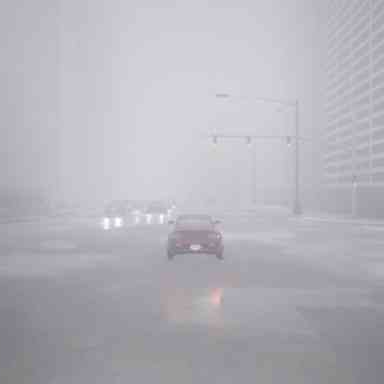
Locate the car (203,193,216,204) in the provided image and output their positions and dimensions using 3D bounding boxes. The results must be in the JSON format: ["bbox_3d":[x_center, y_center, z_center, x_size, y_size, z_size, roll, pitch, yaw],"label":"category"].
[{"bbox_3d":[3.494,1.399,61.877,2.128,1.511,4.902,0,0,0],"label":"car"}]

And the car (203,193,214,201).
[{"bbox_3d":[3.494,1.077,72.164,2.097,1.767,4.553,0,0,0],"label":"car"}]

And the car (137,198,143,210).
[{"bbox_3d":[-7.088,1.539,41.624,1.895,1.301,4.718,0,0,0],"label":"car"}]

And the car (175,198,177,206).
[{"bbox_3d":[-3.505,1.484,53.732,1.994,1.385,4.181,0,0,0],"label":"car"}]

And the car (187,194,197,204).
[{"bbox_3d":[-0.006,1.508,62.259,1.895,1.301,4.718,0,0,0],"label":"car"}]

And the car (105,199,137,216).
[{"bbox_3d":[-7.101,1.443,32.353,2.128,1.511,4.902,0,0,0],"label":"car"}]

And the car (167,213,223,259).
[{"bbox_3d":[0.092,1.507,12.391,1.812,1.442,4.674,0,0,0],"label":"car"}]

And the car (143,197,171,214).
[{"bbox_3d":[-3.599,1.512,34.946,1.994,1.385,4.181,0,0,0],"label":"car"}]

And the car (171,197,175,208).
[{"bbox_3d":[-3.579,1.460,43.723,1.812,1.442,4.674,0,0,0],"label":"car"}]
